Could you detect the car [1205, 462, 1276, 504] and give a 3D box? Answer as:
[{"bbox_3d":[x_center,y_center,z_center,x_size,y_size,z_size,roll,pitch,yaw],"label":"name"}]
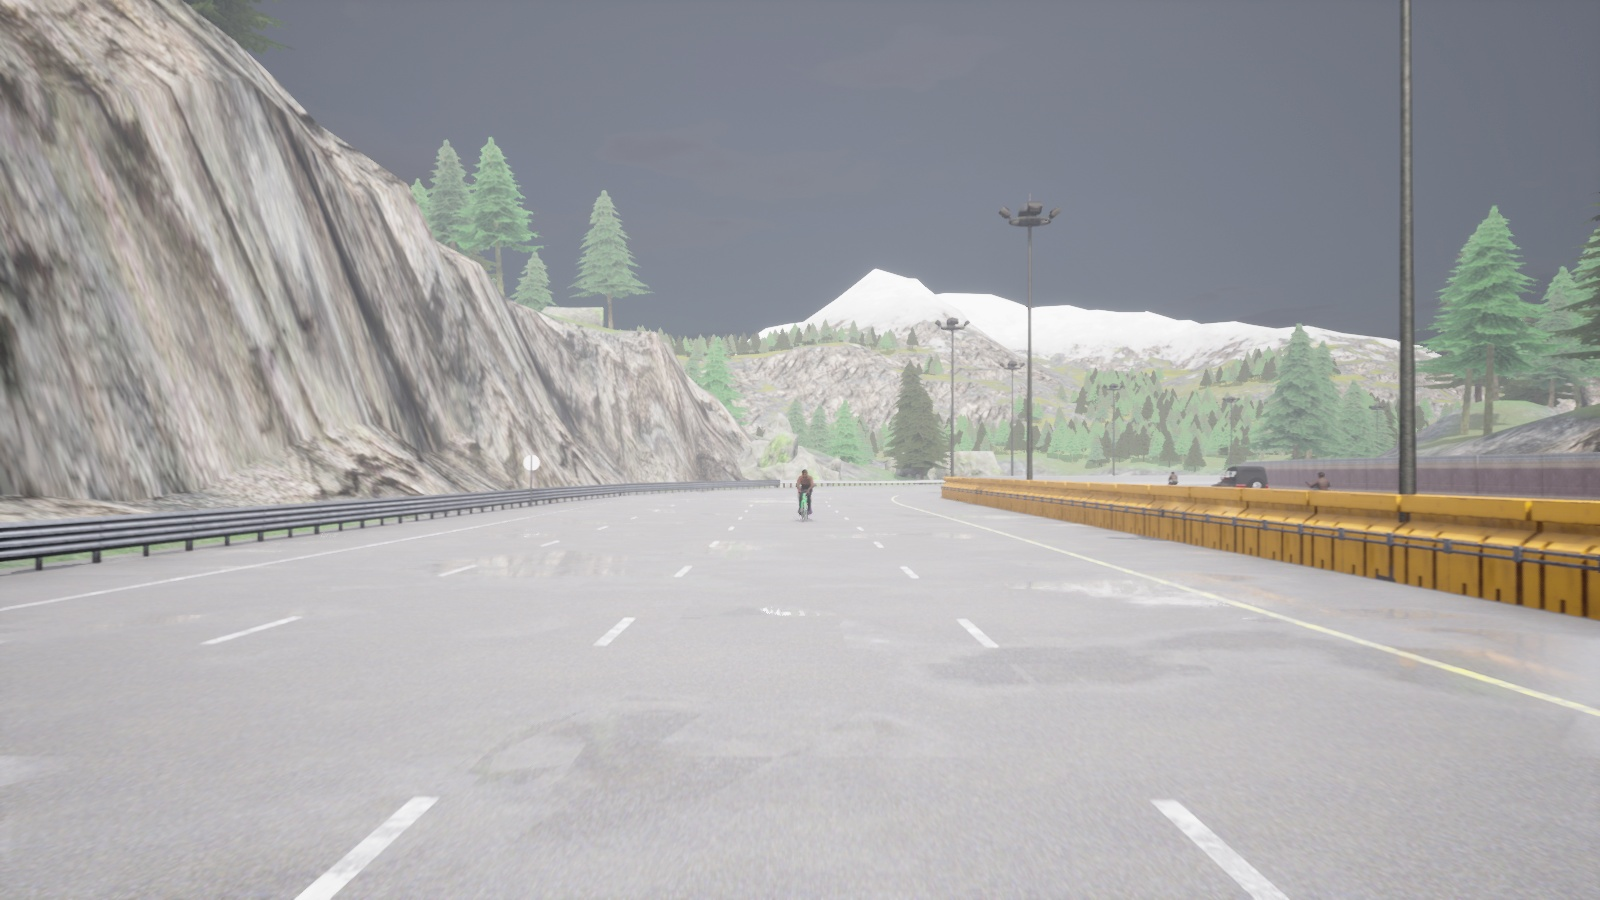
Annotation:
[{"bbox_3d":[20.570,1.515,58.811,1.905,1.878,3.866,0,-1,0],"label":"car"}]
